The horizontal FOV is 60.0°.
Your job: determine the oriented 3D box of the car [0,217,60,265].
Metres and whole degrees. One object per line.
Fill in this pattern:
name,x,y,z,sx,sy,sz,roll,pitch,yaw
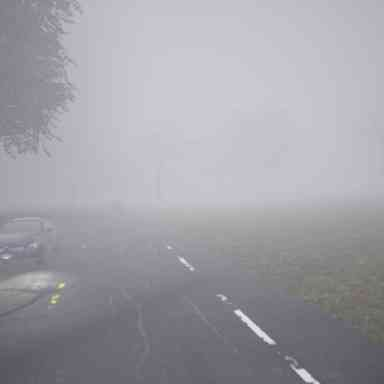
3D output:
car,-6.113,1.705,12.297,1.812,1.442,4.674,-2,0,-13

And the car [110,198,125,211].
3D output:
car,-10.160,1.846,45.311,2.033,1.411,5.357,-2,0,-13

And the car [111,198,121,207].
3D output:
car,-14.207,1.943,62.200,1.812,1.442,4.674,-2,0,-13
